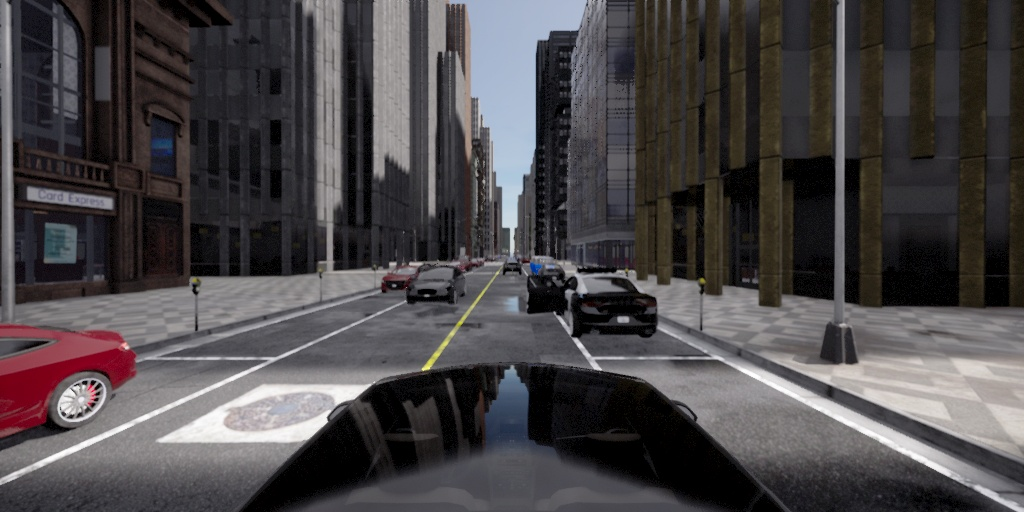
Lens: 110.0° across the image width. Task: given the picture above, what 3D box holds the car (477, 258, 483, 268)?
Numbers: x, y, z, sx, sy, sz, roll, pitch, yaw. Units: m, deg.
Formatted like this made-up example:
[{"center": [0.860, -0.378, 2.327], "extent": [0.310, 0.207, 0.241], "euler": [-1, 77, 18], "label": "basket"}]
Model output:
[{"center": [-5.814, 1.039, 53.557], "extent": [1.888, 1.381, 4.507], "euler": [0, 0, 0], "label": "car"}]

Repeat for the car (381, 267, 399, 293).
[{"center": [-5.780, 1.203, 19.847], "extent": [1.888, 1.381, 4.507], "euler": [0, 0, 0], "label": "car"}]

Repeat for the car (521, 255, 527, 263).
[{"center": [2.699, 0.756, 64.822], "extent": [2.192, 1.841, 5.009], "euler": [0, 0, 0], "label": "car"}]

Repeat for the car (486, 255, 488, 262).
[{"center": [-5.826, 1.024, 64.794], "extent": [1.802, 1.307, 4.207], "euler": [0, 0, 0], "label": "car"}]

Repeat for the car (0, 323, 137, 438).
[{"center": [-5.764, 1.325, 2.993], "extent": [1.802, 1.307, 4.207], "euler": [0, 0, 0], "label": "car"}]

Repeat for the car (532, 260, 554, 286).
[{"center": [2.739, 1.180, 25.491], "extent": [2.007, 1.370, 4.403], "euler": [0, 0, 0], "label": "car"}]

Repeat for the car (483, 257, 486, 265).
[{"center": [-5.820, 1.050, 59.175], "extent": [1.802, 1.307, 4.207], "euler": [0, 0, 0], "label": "car"}]

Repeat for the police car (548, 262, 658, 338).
[{"center": [2.358, 1.132, 10.182], "extent": [1.930, 1.638, 5.238], "euler": [0, 0, 0], "label": "police car"}]

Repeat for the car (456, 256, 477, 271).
[{"center": [-5.803, 0.862, 42.320], "extent": [2.192, 1.841, 5.009], "euler": [0, 0, 0], "label": "car"}]

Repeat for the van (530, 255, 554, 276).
[{"center": [2.733, 0.943, 31.110], "extent": [1.690, 1.789, 3.998], "euler": [0, 0, 0], "label": "van"}]

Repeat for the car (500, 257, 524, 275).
[{"center": [0.028, 1.080, 36.192], "extent": [1.837, 1.490, 4.892], "euler": [0, 0, 0], "label": "car"}]

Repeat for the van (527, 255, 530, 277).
[{"center": [2.728, 0.916, 36.728], "extent": [1.690, 1.789, 3.998], "euler": [0, 0, 0], "label": "van"}]

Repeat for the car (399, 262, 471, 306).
[{"center": [-3.113, 1.184, 15.520], "extent": [1.837, 1.490, 4.892], "euler": [0, 0, 0], "label": "car"}]

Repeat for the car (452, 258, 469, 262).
[{"center": [-5.797, 1.157, 36.702], "extent": [1.802, 1.307, 4.207], "euler": [0, 0, 0], "label": "car"}]

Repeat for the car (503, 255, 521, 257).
[{"center": [-0.003, 0.987, 50.397], "extent": [1.882, 1.535, 5.008], "euler": [0, 0, 0], "label": "car"}]
